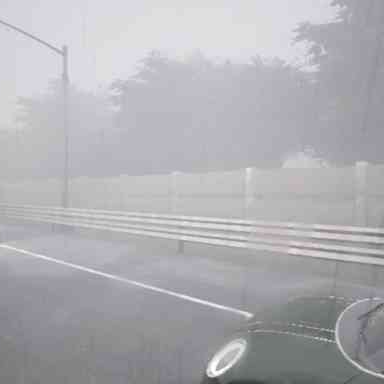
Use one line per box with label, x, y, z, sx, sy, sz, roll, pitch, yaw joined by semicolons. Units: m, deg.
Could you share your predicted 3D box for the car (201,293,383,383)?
car;2.264;1.352;2.254;4.553;1.767;2.097;0;0;36
